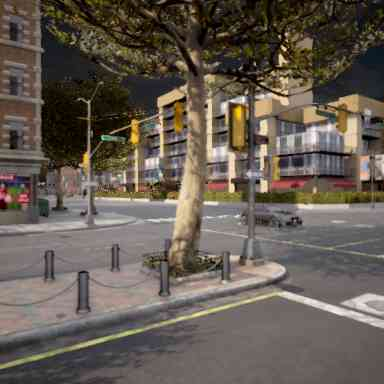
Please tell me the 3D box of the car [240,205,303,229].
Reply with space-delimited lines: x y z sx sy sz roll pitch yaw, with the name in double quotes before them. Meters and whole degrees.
"car" 5.086 1.565 21.780 1.994 1.385 4.181 0 0 -36
